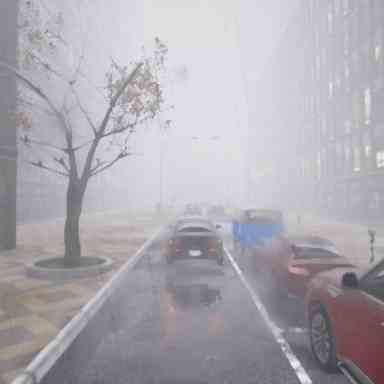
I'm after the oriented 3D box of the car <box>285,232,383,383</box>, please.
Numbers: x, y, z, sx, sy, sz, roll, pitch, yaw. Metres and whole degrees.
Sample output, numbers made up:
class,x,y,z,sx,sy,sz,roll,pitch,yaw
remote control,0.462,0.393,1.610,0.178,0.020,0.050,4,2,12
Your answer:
class,x,y,z,sx,sy,sz,roll,pitch,yaw
car,2.582,1.335,2.636,2.192,1.841,5.009,1,0,0

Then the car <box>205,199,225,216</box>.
class,x,y,z,sx,sy,sz,roll,pitch,yaw
car,2.558,1.824,36.037,1.887,1.381,4.507,1,0,0

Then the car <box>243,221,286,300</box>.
class,x,y,z,sx,sy,sz,roll,pitch,yaw
car,2.574,1.643,8.201,1.802,1.307,4.206,1,0,0

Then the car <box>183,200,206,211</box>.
class,x,y,z,sx,sy,sz,roll,pitch,yaw
car,0.080,1.808,33.787,2.033,1.411,5.357,0,0,0

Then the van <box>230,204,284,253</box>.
class,x,y,z,sx,sy,sz,roll,pitch,yaw
van,2.575,1.444,13.770,1.690,1.788,3.998,1,0,0

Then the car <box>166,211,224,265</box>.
class,x,y,z,sx,sy,sz,roll,pitch,yaw
car,0.086,1.615,11.906,1.812,1.442,4.674,0,0,0

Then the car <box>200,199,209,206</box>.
class,x,y,z,sx,sy,sz,roll,pitch,yaw
car,2.538,2.150,69.439,1.802,1.307,4.206,1,-1,0
